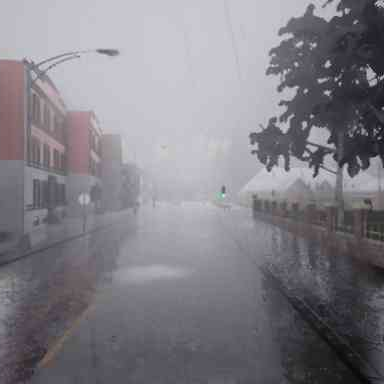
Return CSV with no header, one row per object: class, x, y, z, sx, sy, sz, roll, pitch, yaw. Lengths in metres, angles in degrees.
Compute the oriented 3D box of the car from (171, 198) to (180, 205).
car,-3.938,2.332,79.879,2.097,1.767,4.553,0,-1,0
